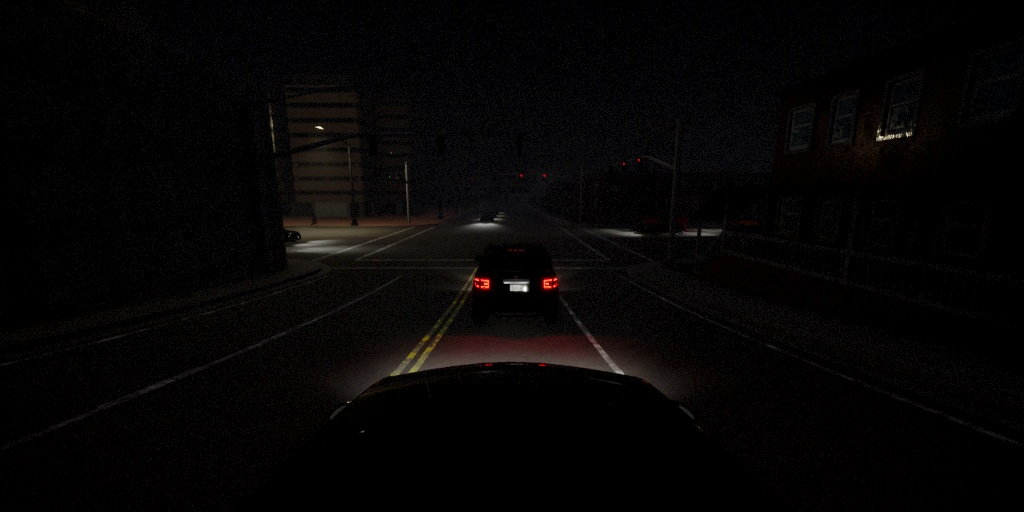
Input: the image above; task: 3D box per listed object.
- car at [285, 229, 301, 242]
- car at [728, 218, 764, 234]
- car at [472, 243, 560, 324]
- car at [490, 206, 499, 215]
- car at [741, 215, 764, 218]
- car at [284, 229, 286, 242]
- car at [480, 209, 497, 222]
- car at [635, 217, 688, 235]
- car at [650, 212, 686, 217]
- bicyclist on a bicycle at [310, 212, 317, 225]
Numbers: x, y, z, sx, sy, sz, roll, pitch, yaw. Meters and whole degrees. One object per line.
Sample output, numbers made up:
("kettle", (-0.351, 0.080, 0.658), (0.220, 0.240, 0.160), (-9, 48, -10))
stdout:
("car", (-20.110, -1.807, 29.620), (4.892, 1.490, 1.837), (0, 10, 0))
("car", (24.903, -2.901, 36.723), (4.718, 1.301, 1.895), (0, 10, 0))
("car", (0.061, 0.602, 10.736), (2.150, 2.045, 5.566), (0, 4, -1))
("car", (-3.734, -7.450, 62.863), (1.812, 1.442, 4.674), (0, 10, 0))
("car", (26.426, -3.732, 40.128), (4.553, 1.767, 2.097), (0, 10, 0))
("car", (-19.916, -1.232, 26.176), (4.902, 1.511, 2.128), (0, 10, 0))
("car", (-3.735, -5.881, 54.116), (1.895, 1.301, 4.718), (0, 10, 0))
("car", (15.445, -2.978, 36.710), (4.674, 1.442, 1.812), (0, 10, 0))
("car", (16.724, -3.866, 40.115), (5.566, 2.045, 2.150), (0, 10, 0))
("bicyclist on a bicycle", (-25.384, -4.785, 45.845), (0.582, 1.620, 1.656), (0, 10, 0))
